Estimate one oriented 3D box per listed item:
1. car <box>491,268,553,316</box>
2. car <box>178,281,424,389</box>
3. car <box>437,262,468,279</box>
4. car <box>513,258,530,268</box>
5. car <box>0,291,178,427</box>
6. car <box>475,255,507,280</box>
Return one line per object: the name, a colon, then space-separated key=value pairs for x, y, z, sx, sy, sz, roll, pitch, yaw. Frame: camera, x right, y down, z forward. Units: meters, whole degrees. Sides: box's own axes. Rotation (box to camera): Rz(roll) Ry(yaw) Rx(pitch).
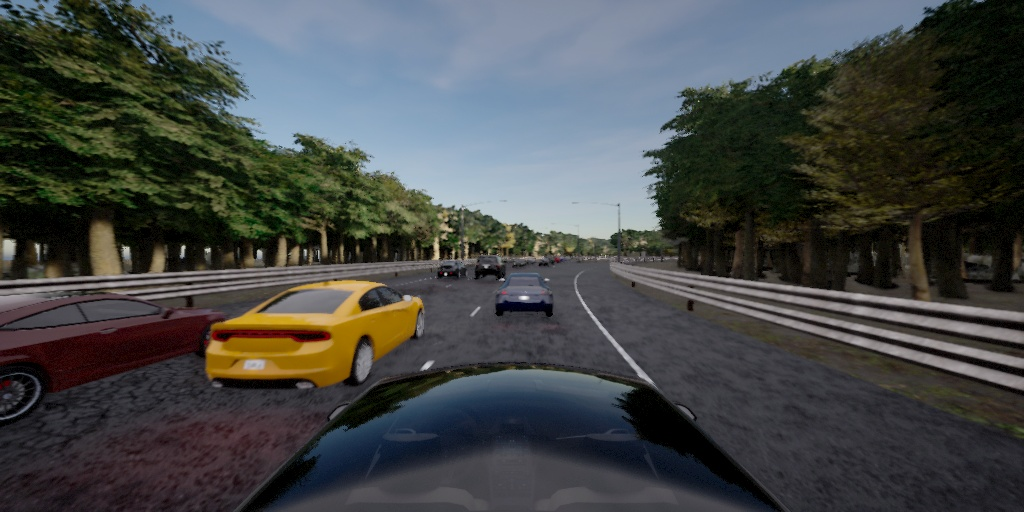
car: x=0.480 y=1.317 z=13.548 sx=1.994 sy=1.385 sz=4.181 roll=0 pitch=0 yaw=3
car: x=-3.175 y=1.223 z=7.004 sx=1.882 sy=1.535 sz=5.008 roll=0 pitch=0 yaw=2
car: x=-5.291 y=1.243 z=32.291 sx=1.837 sy=1.490 sz=4.892 roll=0 pitch=0 yaw=5
car: x=1.353 y=1.295 z=59.627 sx=1.895 sy=1.301 sz=4.718 roll=0 pitch=0 yaw=9
car: x=-6.743 y=1.265 z=5.520 sx=1.812 sy=1.442 sz=4.674 roll=0 pitch=0 yaw=2
car: x=-1.835 y=0.971 z=31.568 sx=2.150 sy=2.045 sz=5.566 roll=0 pitch=0 yaw=5
